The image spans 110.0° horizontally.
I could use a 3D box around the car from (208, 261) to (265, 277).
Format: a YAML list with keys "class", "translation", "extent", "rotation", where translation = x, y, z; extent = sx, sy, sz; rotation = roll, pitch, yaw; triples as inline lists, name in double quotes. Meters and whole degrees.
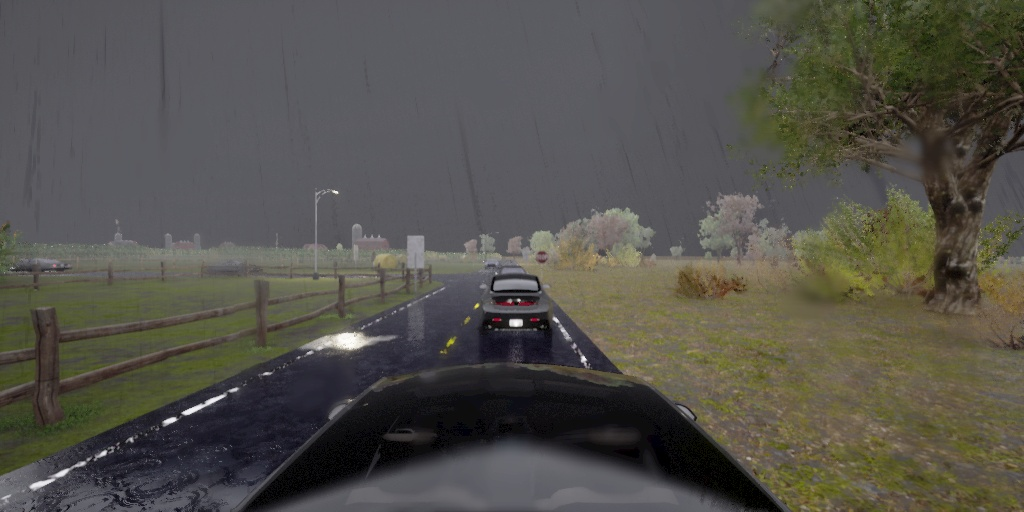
- class: "car"
  translation: [-24.917, 1.153, 32.500]
  extent: [4.181, 1.385, 1.994]
  rotation: [0, 1, -1]

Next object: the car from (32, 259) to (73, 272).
- class: "car"
  translation: [-46.602, 0.952, 35.136]
  extent: [5.357, 1.411, 2.033]
  rotation: [0, 1, 0]

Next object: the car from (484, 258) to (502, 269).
- class: "car"
  translation: [-2.913, 1.094, 52.877]
  extent: [2.097, 1.767, 4.553]
  rotation: [0, 0, 0]

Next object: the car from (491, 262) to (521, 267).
- class: "car"
  translation: [0.000, 1.284, 20.918]
  extent: [2.033, 1.411, 5.357]
  rotation: [0, 0, -2]

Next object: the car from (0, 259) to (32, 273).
- class: "car"
  translation: [-47.336, 0.922, 32.287]
  extent: [4.902, 1.511, 2.128]
  rotation: [0, 1, 0]

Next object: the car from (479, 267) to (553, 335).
- class: "car"
  translation: [0.089, 1.248, 10.512]
  extent: [1.837, 1.490, 4.892]
  rotation: [0, 0, 0]
